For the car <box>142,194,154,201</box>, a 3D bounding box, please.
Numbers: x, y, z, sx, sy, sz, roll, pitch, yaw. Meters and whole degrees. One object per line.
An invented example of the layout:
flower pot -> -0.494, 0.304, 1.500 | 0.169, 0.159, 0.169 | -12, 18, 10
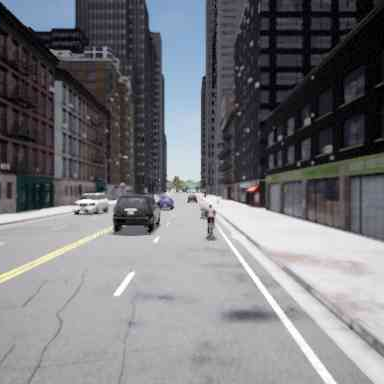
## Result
car -> -9.768, 1.132, 74.126 | 1.837, 1.490, 4.892 | 0, 0, 0

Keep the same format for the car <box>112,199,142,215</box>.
car -> -6.598, 1.448, 34.445 | 2.033, 1.411, 5.357 | 0, 0, 0

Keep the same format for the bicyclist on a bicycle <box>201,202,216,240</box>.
bicyclist on a bicycle -> 0.890, 1.406, 15.776 | 0.582, 1.620, 1.656 | 0, 0, 0

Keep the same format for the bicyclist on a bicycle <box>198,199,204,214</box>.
bicyclist on a bicycle -> 0.901, 1.357, 27.129 | 0.866, 1.612, 1.509 | 0, 0, 0

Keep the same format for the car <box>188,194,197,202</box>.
car -> 0.070, 1.304, 67.032 | 1.837, 1.490, 4.892 | 0, 0, 0

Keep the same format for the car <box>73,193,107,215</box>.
car -> -9.848, 1.126, 32.795 | 2.150, 2.045, 5.566 | 0, 0, 0

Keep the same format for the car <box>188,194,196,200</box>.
car -> -0.019, 1.291, 81.904 | 2.033, 1.411, 5.357 | 0, 0, 0

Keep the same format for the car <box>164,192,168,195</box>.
car -> -6.519, 0.850, 74.769 | 2.097, 1.767, 4.553 | 0, 0, 0

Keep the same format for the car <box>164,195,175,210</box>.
car -> -3.161, 1.407, 41.205 | 1.812, 1.442, 4.674 | 0, 0, 0

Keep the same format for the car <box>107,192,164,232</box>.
car -> -3.155, 1.163, 19.812 | 2.150, 2.045, 5.566 | 0, 0, 0
